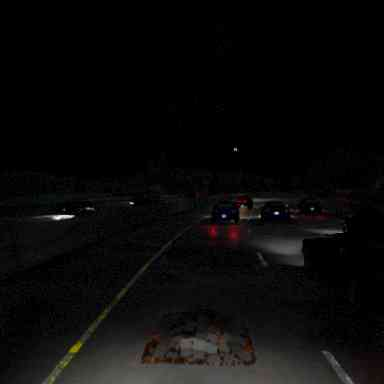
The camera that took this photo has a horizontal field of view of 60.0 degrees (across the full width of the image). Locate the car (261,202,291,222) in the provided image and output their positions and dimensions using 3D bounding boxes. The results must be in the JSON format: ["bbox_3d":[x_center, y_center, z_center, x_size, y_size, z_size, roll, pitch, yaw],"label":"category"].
[{"bbox_3d":[6.154,1.406,24.670,1.994,1.385,4.181,0,0,11],"label":"car"}]

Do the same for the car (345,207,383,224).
[{"bbox_3d":[8.090,1.421,14.338,1.837,1.490,4.892,0,0,7],"label":"car"}]

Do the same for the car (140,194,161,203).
[{"bbox_3d":[-7.143,1.071,57.815,1.882,1.535,5.008,0,0,16],"label":"car"}]

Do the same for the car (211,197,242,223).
[{"bbox_3d":[2.441,1.367,23.854,1.812,1.442,4.674,0,0,9],"label":"car"}]

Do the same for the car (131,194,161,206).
[{"bbox_3d":[-5.166,1.273,38.950,2.033,1.411,5.357,0,0,15],"label":"car"}]

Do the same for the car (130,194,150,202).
[{"bbox_3d":[-9.628,1.124,61.827,1.994,1.385,4.181,0,0,16],"label":"car"}]

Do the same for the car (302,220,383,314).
[{"bbox_3d":[3.931,1.557,7.416,1.895,1.301,4.718,0,0,3],"label":"car"}]

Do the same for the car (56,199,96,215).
[{"bbox_3d":[-10.660,1.335,30.774,1.994,1.385,4.181,0,0,12],"label":"car"}]

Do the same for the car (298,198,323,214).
[{"bbox_3d":[11.404,1.326,32.198,1.812,1.442,4.674,0,0,14],"label":"car"}]

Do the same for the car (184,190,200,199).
[{"bbox_3d":[0.088,0.651,70.439,2.150,2.045,5.566,0,0,16],"label":"car"}]

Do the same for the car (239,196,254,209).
[{"bbox_3d":[6.433,1.239,40.694,1.837,1.490,4.892,0,0,15],"label":"car"}]
